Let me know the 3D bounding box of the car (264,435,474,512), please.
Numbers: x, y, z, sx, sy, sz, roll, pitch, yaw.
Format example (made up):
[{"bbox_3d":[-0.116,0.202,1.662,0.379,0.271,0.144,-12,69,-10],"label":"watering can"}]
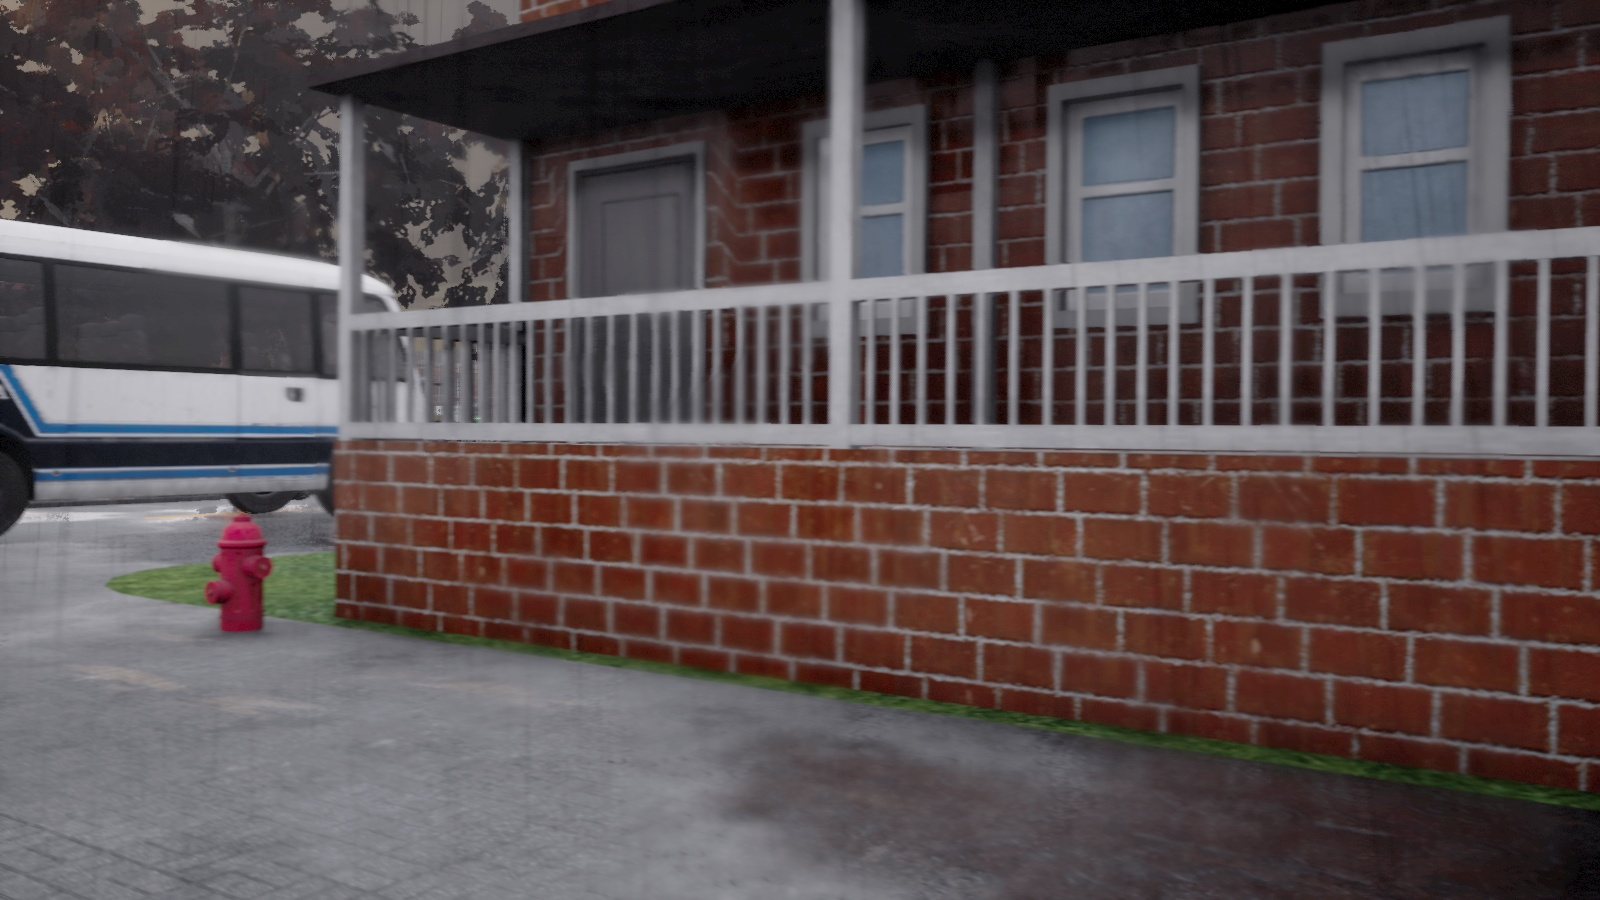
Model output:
[{"bbox_3d":[-9.034,0.437,26.596,1.970,1.475,3.806,0,1,32],"label":"car"}]

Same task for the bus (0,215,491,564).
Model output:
[{"bbox_3d":[-9.891,-0.792,18.603,3.944,4.253,10.273,0,1,34],"label":"bus"}]
